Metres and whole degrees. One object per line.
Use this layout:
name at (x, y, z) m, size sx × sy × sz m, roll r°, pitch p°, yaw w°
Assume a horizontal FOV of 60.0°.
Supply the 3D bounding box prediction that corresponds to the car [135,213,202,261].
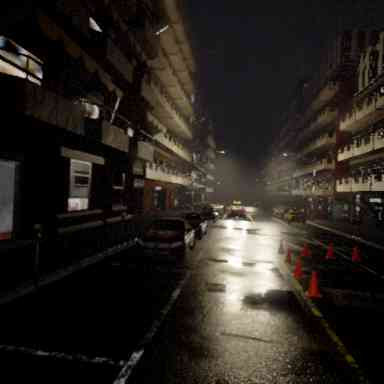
car at (-0.854, 1.658, 12.674) m, size 1.802 × 1.307 × 4.206 m, roll 3°, pitch -1°, yaw 8°

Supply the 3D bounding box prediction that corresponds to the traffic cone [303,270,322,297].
traffic cone at (2.974, 2.213, 8.119) m, size 0.340 × 0.580 × 0.340 m, roll 3°, pitch -1°, yaw 8°

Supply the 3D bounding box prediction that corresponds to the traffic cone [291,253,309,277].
traffic cone at (3.238, 2.248, 10.101) m, size 0.340 × 0.580 × 0.340 m, roll 3°, pitch -1°, yaw 8°

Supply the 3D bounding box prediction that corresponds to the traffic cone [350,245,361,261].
traffic cone at (6.735, 2.490, 13.666) m, size 0.340 × 0.580 × 0.340 m, roll 3°, pitch -1°, yaw 8°

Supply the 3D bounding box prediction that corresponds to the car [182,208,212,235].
car at (-0.113, 1.757, 18.226) m, size 1.802 × 1.307 × 4.206 m, roll 3°, pitch -1°, yaw 8°

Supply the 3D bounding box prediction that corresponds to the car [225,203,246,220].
car at (4.890, 2.248, 35.909) m, size 1.895 × 1.301 × 4.718 m, roll 3°, pitch -1°, yaw 8°

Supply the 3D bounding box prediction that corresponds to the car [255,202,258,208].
car at (15.585, 3.199, 72.604) m, size 2.008 × 1.369 × 4.403 m, roll 3°, pitch -1°, yaw 8°

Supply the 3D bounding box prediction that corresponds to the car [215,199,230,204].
car at (4.344, 2.087, 51.542) m, size 2.192 × 1.841 × 5.009 m, roll 3°, pitch -1°, yaw 8°

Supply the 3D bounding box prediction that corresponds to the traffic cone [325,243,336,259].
traffic cone at (5.746, 2.433, 13.799) m, size 0.340 × 0.580 × 0.340 m, roll 3°, pitch -1°, yaw 8°

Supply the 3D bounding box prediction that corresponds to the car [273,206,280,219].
car at (11.139, 2.616, 39.291) m, size 1.947 × 1.339 × 4.313 m, roll 3°, pitch -1°, yaw 8°

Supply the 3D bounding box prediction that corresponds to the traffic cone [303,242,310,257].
traffic cone at (4.757, 2.376, 13.932) m, size 0.340 × 0.580 × 0.340 m, roll 3°, pitch -1°, yaw 8°

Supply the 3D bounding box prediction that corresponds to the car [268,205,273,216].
car at (11.886, 2.590, 44.845) m, size 1.967 × 1.590 × 4.097 m, roll 3°, pitch -1°, yaw 8°

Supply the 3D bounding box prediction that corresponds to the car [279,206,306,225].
car at (10.423, 2.479, 33.908) m, size 1.752 × 1.417 × 4.829 m, roll 3°, pitch -1°, yaw 8°

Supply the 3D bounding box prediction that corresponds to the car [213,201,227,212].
car at (2.852, 2.123, 40.435) m, size 2.008 × 1.369 × 4.403 m, roll 3°, pitch -1°, yaw 8°

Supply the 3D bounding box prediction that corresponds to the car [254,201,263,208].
car at (17.813, 3.389, 89.260) m, size 1.967 × 1.590 × 4.097 m, roll 3°, pitch -1°, yaw 8°

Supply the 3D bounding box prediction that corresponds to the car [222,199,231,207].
car at (8.790, 2.686, 84.853) m, size 2.192 × 1.841 × 5.009 m, roll 3°, pitch -1°, yaw 8°

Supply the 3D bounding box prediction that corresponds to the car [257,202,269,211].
car at (14.844, 3.114, 67.050) m, size 1.947 × 1.339 × 4.313 m, roll 3°, pitch -1°, yaw 8°

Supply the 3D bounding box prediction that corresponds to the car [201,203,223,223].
car at (1.371, 1.925, 29.331) m, size 2.008 × 1.369 × 4.403 m, roll 3°, pitch -1°, yaw 8°
